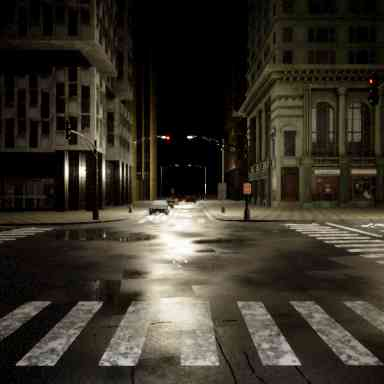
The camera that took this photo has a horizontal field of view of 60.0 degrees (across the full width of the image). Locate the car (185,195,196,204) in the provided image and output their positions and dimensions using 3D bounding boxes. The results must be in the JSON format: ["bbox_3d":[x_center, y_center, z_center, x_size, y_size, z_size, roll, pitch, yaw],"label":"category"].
[{"bbox_3d":[-0.239,1.452,63.922,1.812,1.442,4.674,0,0,0],"label":"car"}]

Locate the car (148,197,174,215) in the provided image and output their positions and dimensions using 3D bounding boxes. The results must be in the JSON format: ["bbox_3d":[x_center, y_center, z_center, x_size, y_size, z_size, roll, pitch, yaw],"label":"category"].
[{"bbox_3d":[-3.206,1.529,33.647,2.033,1.411,5.357,0,0,0],"label":"car"}]

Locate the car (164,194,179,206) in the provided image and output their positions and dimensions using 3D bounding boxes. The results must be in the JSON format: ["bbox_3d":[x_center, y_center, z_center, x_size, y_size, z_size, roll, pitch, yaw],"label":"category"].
[{"bbox_3d":[-3.353,1.298,54.809,2.097,1.767,4.553,0,0,0],"label":"car"}]

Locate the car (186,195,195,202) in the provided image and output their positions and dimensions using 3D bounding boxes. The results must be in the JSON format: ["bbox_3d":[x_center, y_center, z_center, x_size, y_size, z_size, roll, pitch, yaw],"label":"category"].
[{"bbox_3d":[-0.404,1.455,73.734,1.994,1.385,4.181,0,0,0],"label":"car"}]

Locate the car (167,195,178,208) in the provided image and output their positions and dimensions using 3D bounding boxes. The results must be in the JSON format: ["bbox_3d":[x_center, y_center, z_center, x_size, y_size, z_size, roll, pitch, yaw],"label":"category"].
[{"bbox_3d":[-3.281,1.458,44.032,2.128,1.511,4.902,0,0,0],"label":"car"}]
